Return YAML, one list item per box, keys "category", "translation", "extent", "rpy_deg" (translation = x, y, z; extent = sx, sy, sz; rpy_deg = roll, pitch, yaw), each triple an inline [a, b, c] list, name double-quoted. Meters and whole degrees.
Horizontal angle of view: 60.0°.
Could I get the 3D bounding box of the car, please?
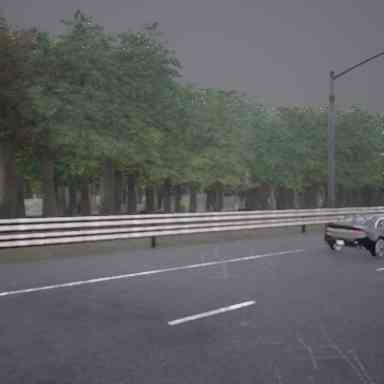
- category: "car"
  translation: [7.335, 1.632, 13.397]
  extent: [4.902, 1.511, 2.128]
  rpy_deg: [1, 0, -35]
